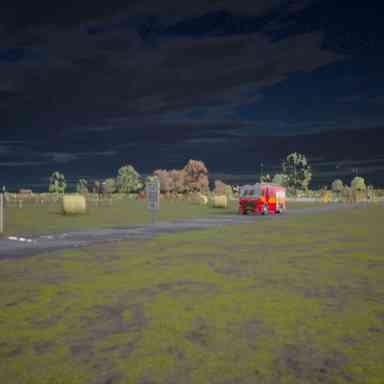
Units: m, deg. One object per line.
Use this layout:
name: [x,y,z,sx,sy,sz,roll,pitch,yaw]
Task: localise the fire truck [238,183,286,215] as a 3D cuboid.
fire truck: [8.984,0.847,41.748,2.891,3.827,8.468,-1,-1,35]
